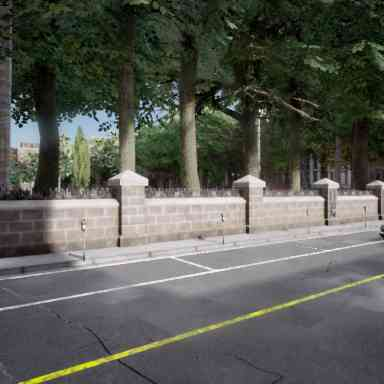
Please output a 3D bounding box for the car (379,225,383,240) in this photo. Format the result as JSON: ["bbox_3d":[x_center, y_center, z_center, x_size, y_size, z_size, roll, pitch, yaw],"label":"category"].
[{"bbox_3d":[6.769,1.490,8.141,4.902,1.511,2.128,0,0,-36],"label":"car"}]
